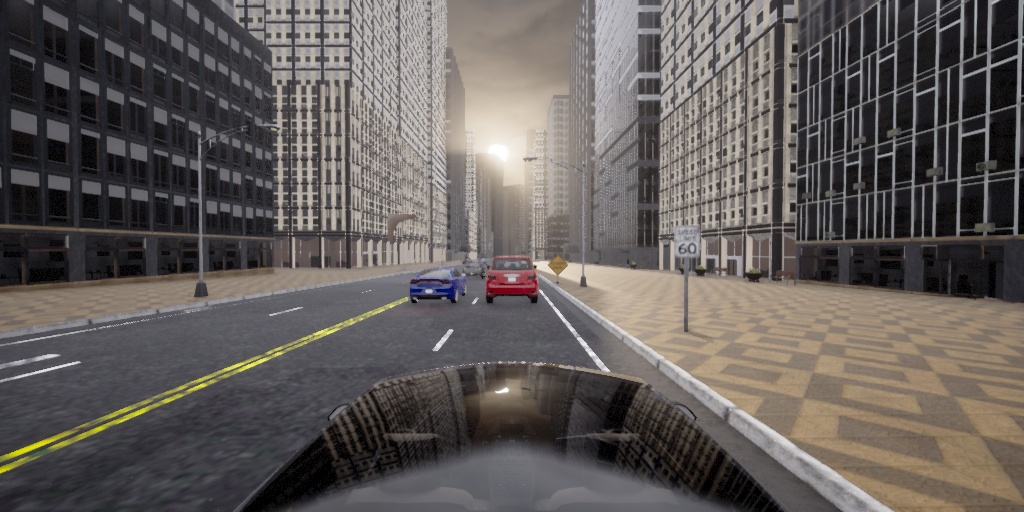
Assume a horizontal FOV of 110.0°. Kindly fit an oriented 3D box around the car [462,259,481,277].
[{"bbox_3d":[-3.250,1.236,31.503,2.128,1.511,4.902,0,0,0],"label":"car"}]

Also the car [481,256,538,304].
[{"bbox_3d":[0.000,1.003,16.531,2.150,2.045,5.566,0,0,0],"label":"car"}]

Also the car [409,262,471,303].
[{"bbox_3d":[-3.250,1.230,16.502,1.882,1.535,5.008,0,0,0],"label":"car"}]

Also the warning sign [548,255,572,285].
[{"bbox_3d":[2.850,0.858,22.470,1.300,1.860,1.060,0,0,0],"label":"warning sign"}]
